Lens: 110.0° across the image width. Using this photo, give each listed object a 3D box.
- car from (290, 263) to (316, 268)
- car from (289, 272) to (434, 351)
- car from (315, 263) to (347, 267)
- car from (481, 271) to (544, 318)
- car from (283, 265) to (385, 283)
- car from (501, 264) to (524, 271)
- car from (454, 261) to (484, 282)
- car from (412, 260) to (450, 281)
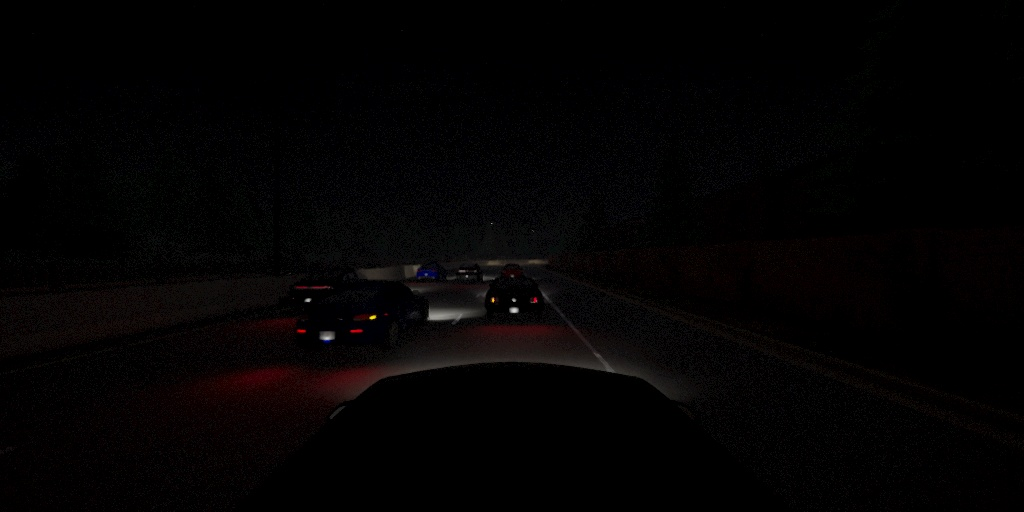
[{"bbox_3d":[-21.174,1.443,36.663,1.837,1.490,4.892,0,0,0],"label":"car"},{"bbox_3d":[-3.435,1.313,8.977,1.812,1.442,4.674,0,0,0],"label":"car"},{"bbox_3d":[-17.673,1.495,36.523,1.994,1.385,4.181,0,0,0],"label":"car"},{"bbox_3d":[0.070,1.402,13.298,1.895,1.301,4.718,0,0,0],"label":"car"},{"bbox_3d":[-6.933,1.309,14.607,2.128,1.511,4.902,0,0,0],"label":"car"},{"bbox_3d":[0.017,1.404,30.979,1.812,1.442,4.674,0,0,0],"label":"car"},{"bbox_3d":[-3.472,1.371,29.979,2.128,1.511,4.902,0,0,0],"label":"car"},{"bbox_3d":[-6.973,1.370,31.530,1.882,1.535,5.008,0,0,0],"label":"car"}]
